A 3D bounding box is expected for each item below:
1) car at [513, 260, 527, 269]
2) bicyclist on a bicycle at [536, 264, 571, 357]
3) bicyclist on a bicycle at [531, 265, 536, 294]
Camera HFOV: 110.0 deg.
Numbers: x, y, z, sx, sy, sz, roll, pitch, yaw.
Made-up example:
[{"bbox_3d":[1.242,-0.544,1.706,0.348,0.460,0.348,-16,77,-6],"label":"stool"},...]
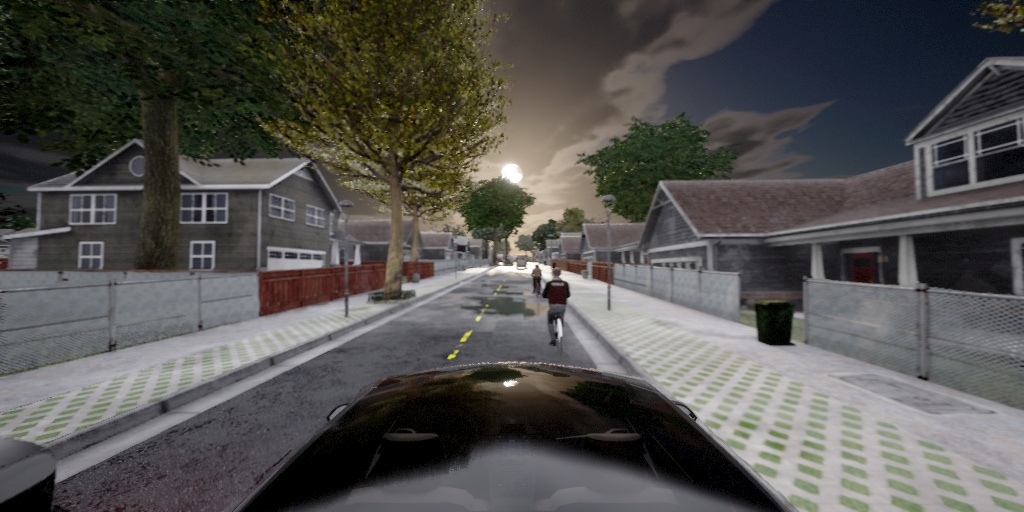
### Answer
[{"bbox_3d":[1.676,1.402,62.575,2.128,1.511,4.902,0,0,1],"label":"car"},{"bbox_3d":[0.943,1.125,7.669,0.659,1.776,1.843,0,0,1],"label":"bicyclist on a bicycle"},{"bbox_3d":[1.180,1.226,16.907,0.582,1.620,1.656,0,0,1],"label":"bicyclist on a bicycle"}]
